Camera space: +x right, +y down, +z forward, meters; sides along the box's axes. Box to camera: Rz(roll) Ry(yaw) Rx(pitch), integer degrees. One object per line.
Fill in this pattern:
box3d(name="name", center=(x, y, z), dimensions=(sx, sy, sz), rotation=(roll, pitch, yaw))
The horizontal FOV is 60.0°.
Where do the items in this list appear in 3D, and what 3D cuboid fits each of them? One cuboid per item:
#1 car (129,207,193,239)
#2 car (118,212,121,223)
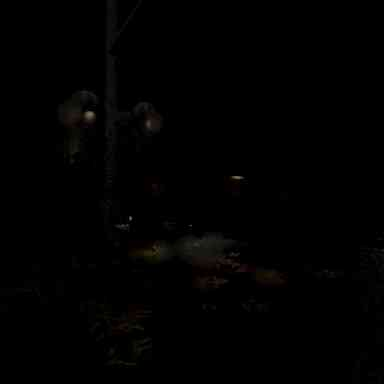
box3d(name="car", center=(-1.818, 1.611, 18.412), dimensions=(1.837, 1.490, 4.892), rotation=(1, 0, -35))
box3d(name="car", center=(-7.198, 1.627, 25.927), dimensions=(1.812, 1.442, 4.674), rotation=(1, 0, -36))
